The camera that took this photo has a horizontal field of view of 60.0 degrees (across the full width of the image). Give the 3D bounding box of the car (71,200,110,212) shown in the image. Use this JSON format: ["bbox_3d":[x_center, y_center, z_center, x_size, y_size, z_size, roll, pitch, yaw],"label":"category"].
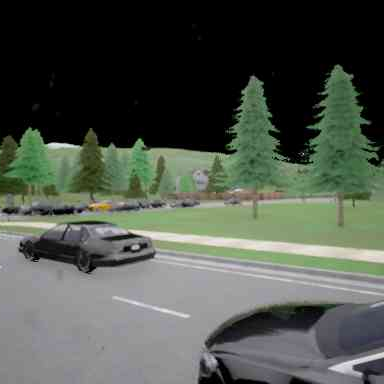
[{"bbox_3d":[-14.470,1.974,47.643,2.128,1.511,4.902,-1,-1,37],"label":"car"}]

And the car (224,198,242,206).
[{"bbox_3d":[8.123,1.907,65.853,2.128,1.511,4.902,-1,-1,37],"label":"car"}]

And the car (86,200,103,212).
[{"bbox_3d":[-11.834,1.919,45.328,1.882,1.535,5.008,-1,-1,37],"label":"car"}]

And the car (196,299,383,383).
[{"bbox_3d":[2.259,1.488,2.335,4.902,1.511,2.128,-1,0,36],"label":"car"}]

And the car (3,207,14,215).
[{"bbox_3d":[-20.074,2.080,40.200,1.895,1.301,4.718,-1,-1,37],"label":"car"}]

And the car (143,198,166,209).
[{"bbox_3d":[-6.187,1.949,52.820,1.837,1.490,4.892,-1,0,37],"label":"car"}]

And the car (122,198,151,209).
[{"bbox_3d":[-9.126,1.837,54.733,2.097,1.767,4.553,-1,-1,37],"label":"car"}]

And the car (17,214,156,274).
[{"bbox_3d":[-3.643,1.661,11.002,5.357,1.411,2.033,-1,-1,36],"label":"car"}]

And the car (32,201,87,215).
[{"bbox_3d":[-14.331,1.998,36.186,1.895,1.301,4.718,-1,-1,37],"label":"car"}]

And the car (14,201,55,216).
[{"bbox_3d":[-17.304,1.790,38.066,2.097,1.767,4.553,-1,-1,37],"label":"car"}]

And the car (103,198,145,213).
[{"bbox_3d":[-8.835,1.926,43.465,1.812,1.442,4.674,-1,-1,37],"label":"car"}]

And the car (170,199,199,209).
[{"bbox_3d":[-1.516,1.896,53.202,2.128,1.511,4.902,-1,-1,37],"label":"car"}]
